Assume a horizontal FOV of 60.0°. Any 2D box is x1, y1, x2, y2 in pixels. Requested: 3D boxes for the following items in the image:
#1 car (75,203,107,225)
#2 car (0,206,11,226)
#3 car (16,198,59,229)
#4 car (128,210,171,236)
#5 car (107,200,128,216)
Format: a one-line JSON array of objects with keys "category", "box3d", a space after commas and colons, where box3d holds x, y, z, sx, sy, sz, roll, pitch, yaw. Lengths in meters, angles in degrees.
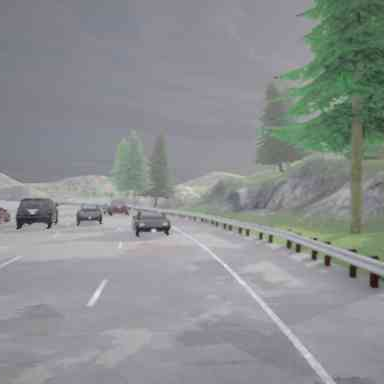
[{"category": "car", "box3d": [-8.166, 1.694, 26.418, 2.128, 1.511, 4.902, 0, 0, -18]}, {"category": "car", "box3d": [-15.074, 1.747, 25.127, 1.812, 1.442, 4.674, 0, 0, -18]}, {"category": "car", "box3d": [-10.822, 1.415, 23.515, 2.150, 2.045, 5.566, 0, 0, -17]}, {"category": "car", "box3d": [-2.521, 1.737, 19.541, 1.895, 1.301, 4.718, 0, 0, -13]}, {"category": "car", "box3d": [-8.431, 1.619, 36.414, 2.097, 1.767, 4.553, 0, 0, -25]}]
